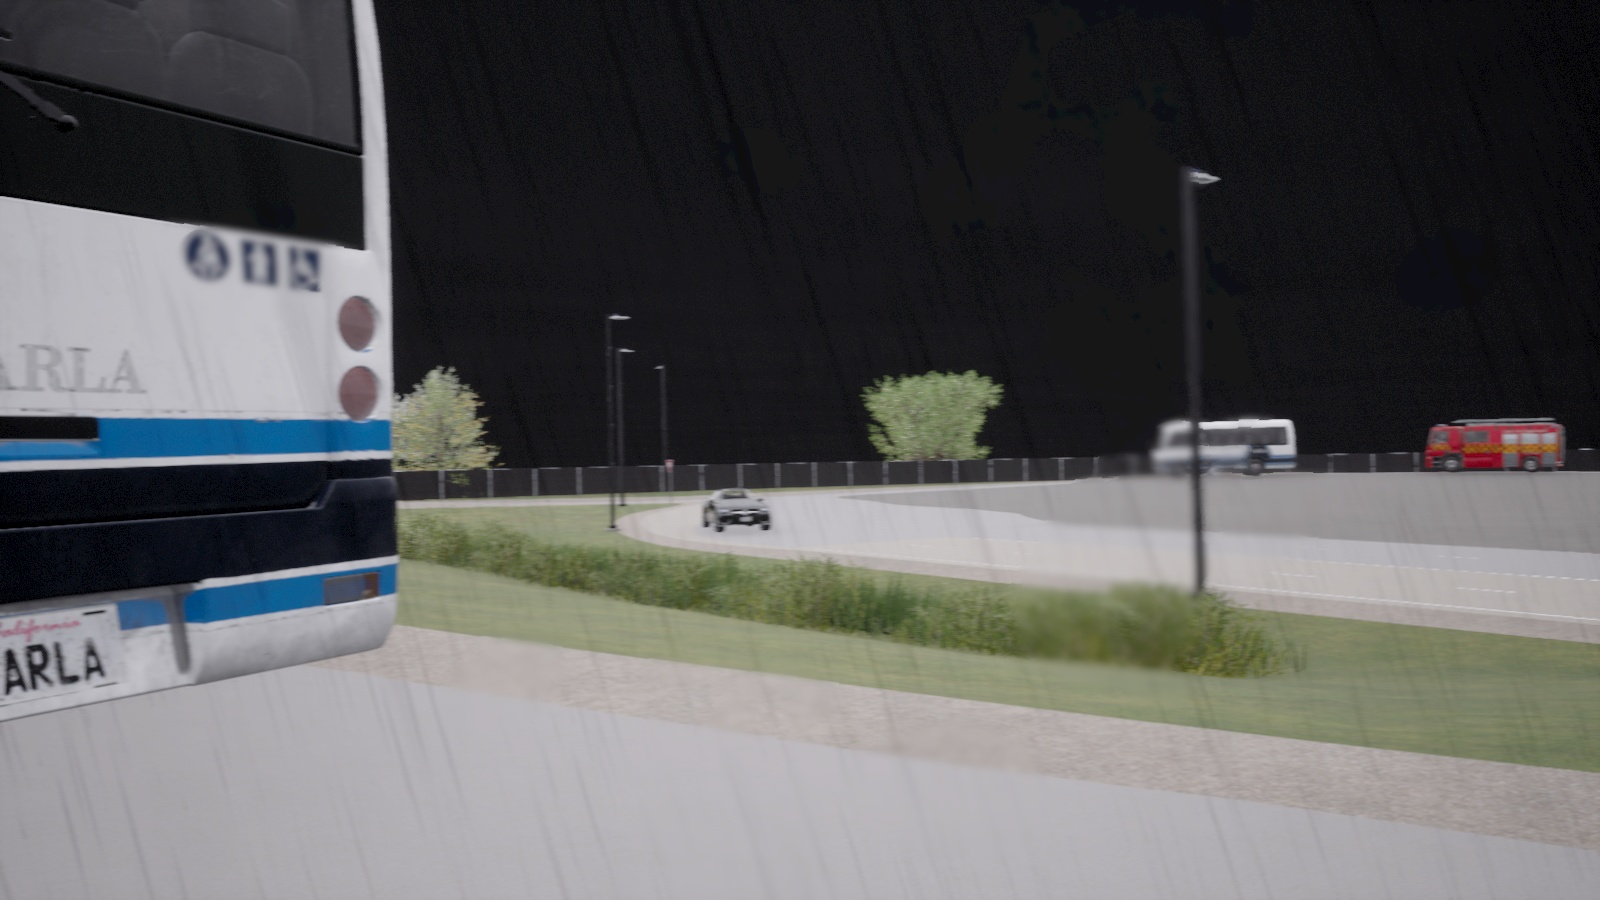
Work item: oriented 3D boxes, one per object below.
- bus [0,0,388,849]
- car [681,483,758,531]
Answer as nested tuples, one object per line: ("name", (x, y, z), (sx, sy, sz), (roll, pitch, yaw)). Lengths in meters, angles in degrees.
("bus", (-7.495, -0.703, 6.841), (10.273, 4.253, 3.944), (0, 1, 28))
("car", (-3.297, 2.225, 50.361), (2.152, 1.651, 5.027), (-1, 0, -14))
